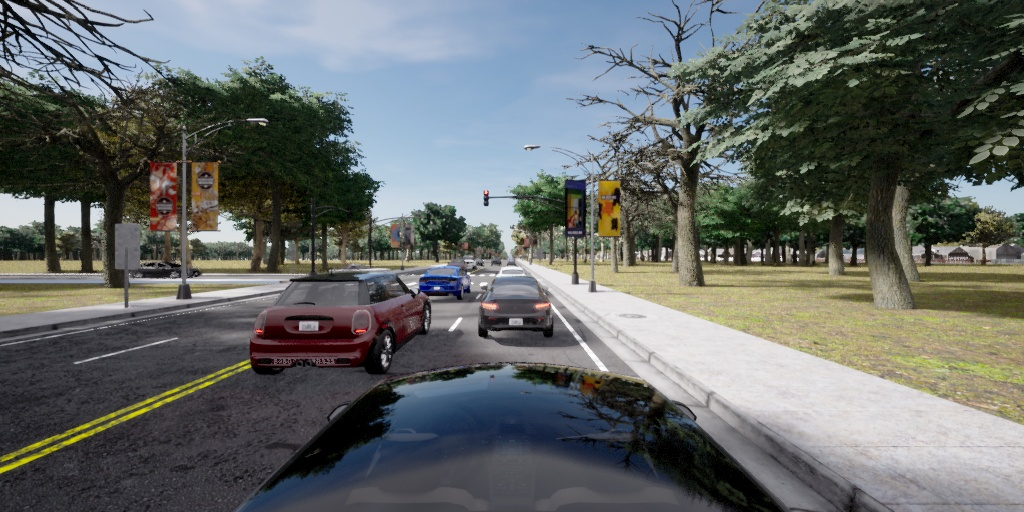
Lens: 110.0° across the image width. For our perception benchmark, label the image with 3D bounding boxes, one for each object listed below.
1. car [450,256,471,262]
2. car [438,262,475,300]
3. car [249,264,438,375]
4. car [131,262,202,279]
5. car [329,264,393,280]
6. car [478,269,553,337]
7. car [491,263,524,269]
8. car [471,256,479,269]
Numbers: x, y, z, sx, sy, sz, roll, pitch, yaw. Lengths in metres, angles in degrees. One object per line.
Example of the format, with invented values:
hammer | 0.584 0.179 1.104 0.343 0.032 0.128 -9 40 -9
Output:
car | -6.673 1.116 43.611 2.097 1.767 4.553 0 0 0
car | -3.179 1.230 17.778 1.882 1.535 5.008 0 0 1
car | -3.159 1.102 7.669 2.097 1.767 4.553 0 0 0
car | -28.836 1.230 29.971 4.892 1.490 1.837 0 0 0
car | -12.744 1.352 30.560 4.718 1.301 1.895 0 0 -9
car | 0.086 1.276 10.154 1.812 1.442 4.674 0 0 0
car | 0.033 1.279 19.257 1.812 1.442 4.674 0 0 0
car | -6.695 0.996 54.706 2.150 2.045 5.566 0 0 -1
